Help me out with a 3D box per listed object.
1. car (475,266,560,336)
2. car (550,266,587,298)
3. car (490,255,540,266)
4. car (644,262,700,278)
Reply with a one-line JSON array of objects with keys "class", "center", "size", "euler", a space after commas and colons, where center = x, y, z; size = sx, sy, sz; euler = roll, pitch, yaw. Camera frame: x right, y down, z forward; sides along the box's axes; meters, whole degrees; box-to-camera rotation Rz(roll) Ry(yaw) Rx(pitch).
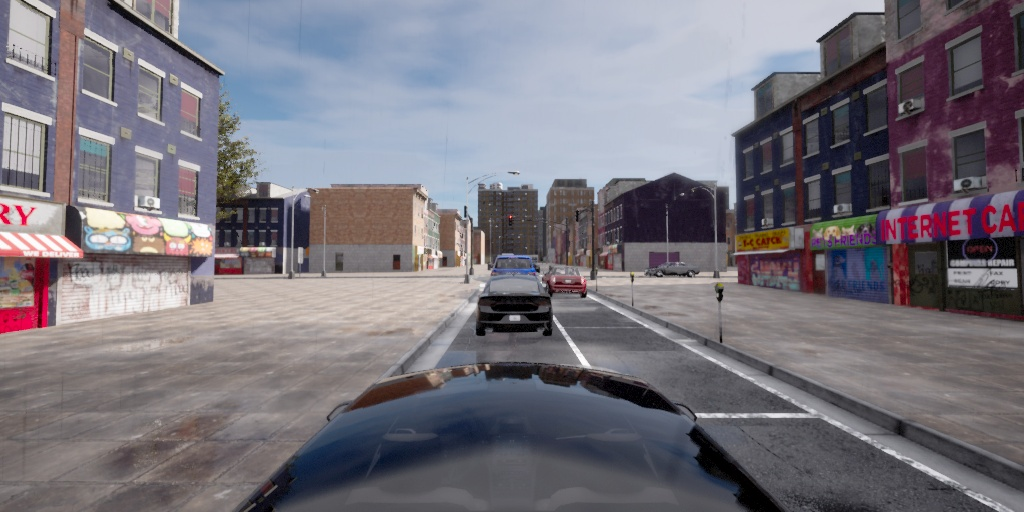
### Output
[{"class": "car", "center": [0.033, 1.235, 10.479], "size": [1.882, 1.535, 5.008], "euler": [0, 0, -1]}, {"class": "car", "center": [2.610, 1.210, 18.724], "size": [1.967, 1.591, 4.097], "euler": [0, 0, 0]}, {"class": "car", "center": [0.063, 0.992, 18.035], "size": [2.150, 2.045, 5.566], "euler": [0, 0, 0]}, {"class": "car", "center": [14.940, 1.314, 33.571], "size": [4.902, 1.511, 2.128], "euler": [0, -2, 0]}]
